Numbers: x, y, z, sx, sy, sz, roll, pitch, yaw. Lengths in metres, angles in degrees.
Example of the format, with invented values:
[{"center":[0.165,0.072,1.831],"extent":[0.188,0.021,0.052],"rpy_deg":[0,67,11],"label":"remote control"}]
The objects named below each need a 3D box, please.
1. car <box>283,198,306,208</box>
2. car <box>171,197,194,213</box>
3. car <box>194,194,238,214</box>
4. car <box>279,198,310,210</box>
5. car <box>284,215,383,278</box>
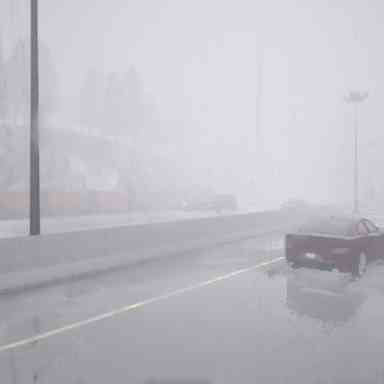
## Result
[{"center":[14.653,1.556,47.345],"extent":[1.895,1.301,4.718],"rpy_deg":[0,0,32],"label":"car"},{"center":[-0.304,1.351,37.737],"extent":[2.097,1.767,4.553],"rpy_deg":[0,0,36],"label":"car"},{"center":[2.974,1.211,36.242],"extent":[2.150,2.045,5.566],"rpy_deg":[0,0,36],"label":"car"},{"center":[11.111,1.513,35.581],"extent":[2.033,1.411,5.357],"rpy_deg":[0,0,35],"label":"car"},{"center":[4.670,1.464,10.322],"extent":[1.882,1.535,5.008],"rpy_deg":[0,0,42],"label":"car"}]
